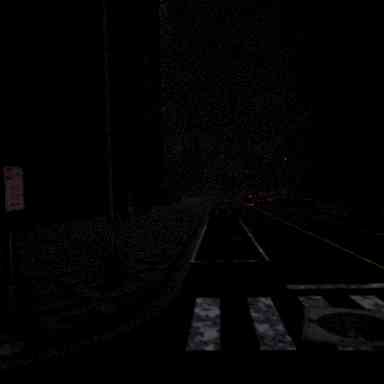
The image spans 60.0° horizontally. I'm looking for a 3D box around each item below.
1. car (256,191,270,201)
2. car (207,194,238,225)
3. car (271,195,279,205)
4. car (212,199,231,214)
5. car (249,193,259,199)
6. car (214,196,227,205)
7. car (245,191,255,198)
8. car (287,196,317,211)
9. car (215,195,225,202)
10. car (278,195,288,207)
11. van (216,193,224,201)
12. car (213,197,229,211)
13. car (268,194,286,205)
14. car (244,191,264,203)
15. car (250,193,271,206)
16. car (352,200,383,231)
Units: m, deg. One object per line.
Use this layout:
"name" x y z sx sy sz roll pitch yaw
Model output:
"car" 14.190 0.826 66.869 2.192 1.841 5.009 -2 0 5
"car" 2.229 1.293 24.188 2.192 1.841 5.009 -2 0 5
"car" 12.464 1.134 45.189 1.887 1.381 4.507 -2 0 5
"car" 3.106 1.518 35.028 1.802 1.307 4.206 -2 0 5
"car" 15.499 1.000 83.130 1.887 1.381 4.507 -2 0 5
"car" 4.839 1.406 56.710 2.008 1.369 4.403 -2 0 5
"car" 16.358 0.736 93.971 2.192 1.841 5.009 -2 0 5
"car" 11.597 1.181 34.348 2.008 1.369 4.403 -2 0 5
"car" 6.140 1.364 72.970 1.947 1.339 4.313 -2 0 5
"car" 12.031 1.154 39.768 1.887 1.381 4.507 -2 0 5
"van" 6.565 1.120 78.390 1.690 1.788 3.998 -2 0 5
"car" 3.524 1.441 40.279 1.752 1.417 4.829 -2 0 5
"car" 12.911 1.094 50.778 1.752 1.417 4.829 -2 0 5
"car" 10.959 0.854 59.767 2.150 2.045 5.566 -2 0 4
"car" 10.047 1.238 48.197 1.994 1.385 4.181 -2 0 4
"car" 10.293 1.134 18.087 1.967 1.590 4.097 -2 0 5
